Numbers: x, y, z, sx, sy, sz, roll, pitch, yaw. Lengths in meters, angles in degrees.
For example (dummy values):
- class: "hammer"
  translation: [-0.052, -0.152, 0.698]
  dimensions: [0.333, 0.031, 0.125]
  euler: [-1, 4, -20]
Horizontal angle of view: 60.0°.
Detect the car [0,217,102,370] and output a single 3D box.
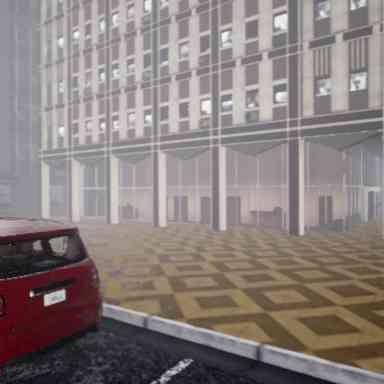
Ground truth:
- class: "car"
  translation: [-3.601, 1.343, 5.235]
  dimensions: [5.009, 1.841, 2.192]
  euler: [-1, 0, 34]
